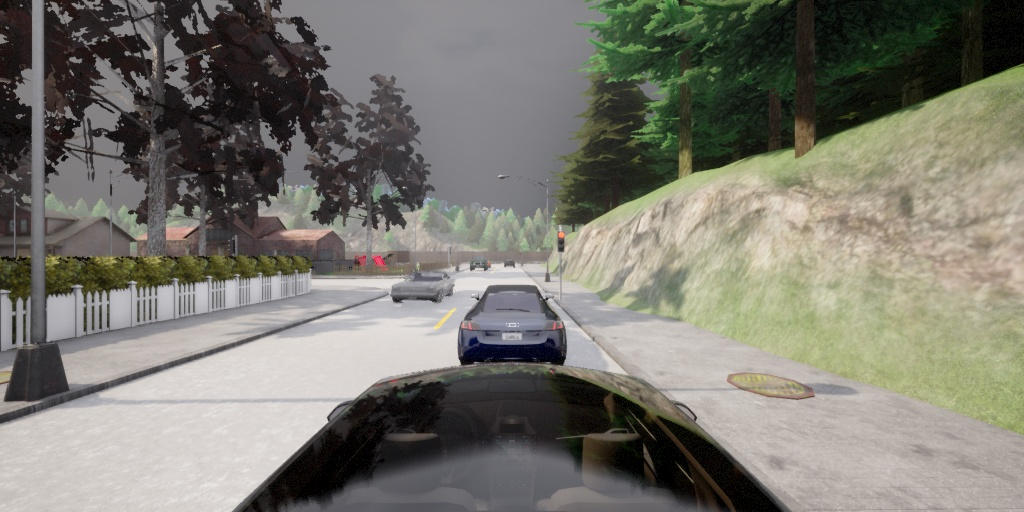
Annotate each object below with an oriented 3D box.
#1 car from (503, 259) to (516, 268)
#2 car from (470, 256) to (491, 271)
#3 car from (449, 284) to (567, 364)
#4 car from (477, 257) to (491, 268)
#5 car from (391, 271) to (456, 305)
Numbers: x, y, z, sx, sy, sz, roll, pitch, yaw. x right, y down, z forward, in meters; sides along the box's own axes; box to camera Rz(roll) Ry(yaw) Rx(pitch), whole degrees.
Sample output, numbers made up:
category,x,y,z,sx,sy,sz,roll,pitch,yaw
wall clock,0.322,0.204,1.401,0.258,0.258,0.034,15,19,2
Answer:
category,x,y,z,sx,sy,sz,roll,pitch,yaw
car,-0.433,1.250,62.998,1.837,1.490,4.892,0,-2,0
car,-4.513,0.972,49.473,2.150,2.045,5.566,0,0,0
car,0.008,1.314,7.986,1.994,1.385,4.181,0,0,0
car,-4.579,1.102,59.301,2.097,1.767,4.553,0,0,0
car,-3.849,1.351,16.274,1.895,1.301,4.718,0,0,1
